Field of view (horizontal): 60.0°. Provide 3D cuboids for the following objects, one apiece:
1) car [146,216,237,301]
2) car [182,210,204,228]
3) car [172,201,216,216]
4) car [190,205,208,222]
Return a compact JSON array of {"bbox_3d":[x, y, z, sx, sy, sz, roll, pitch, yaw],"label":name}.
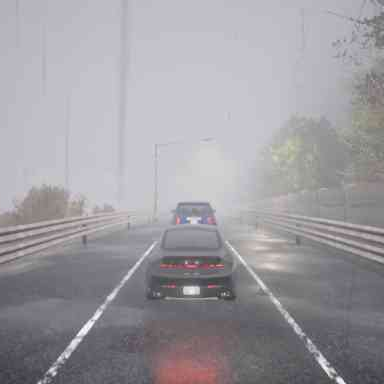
[{"bbox_3d":[-0.008,1.568,8.442,1.837,1.490,4.892,0,-1,0],"label":"car"},{"bbox_3d":[0.160,2.325,29.656,1.812,1.442,4.674,0,-3,1],"label":"car"},{"bbox_3d":[0.090,1.501,17.527,2.150,2.045,5.566,0,-2,0],"label":"car"},{"bbox_3d":[0.863,2.879,44.542,2.150,2.045,5.566,0,-3,0],"label":"car"}]
